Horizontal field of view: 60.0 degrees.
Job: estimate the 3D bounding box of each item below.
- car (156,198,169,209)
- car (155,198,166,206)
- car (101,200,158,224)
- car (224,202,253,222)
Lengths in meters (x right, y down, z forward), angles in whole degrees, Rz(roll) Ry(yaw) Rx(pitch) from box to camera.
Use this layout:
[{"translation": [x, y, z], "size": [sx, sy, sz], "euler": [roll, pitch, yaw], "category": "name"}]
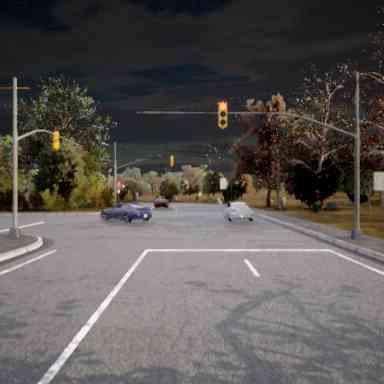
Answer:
[{"translation": [-4.092, 1.690, 45.805], "size": [1.895, 1.301, 4.718], "euler": [0, -1, -3], "category": "car"}, {"translation": [-5.953, 1.899, 62.539], "size": [1.837, 1.490, 4.892], "euler": [0, -1, -10], "category": "car"}, {"translation": [-4.994, 1.521, 25.068], "size": [4.674, 1.442, 1.812], "euler": [0, -1, 43], "category": "car"}, {"translation": [3.616, 1.519, 26.370], "size": [1.812, 1.442, 4.674], "euler": [0, 0, 0], "category": "car"}]
